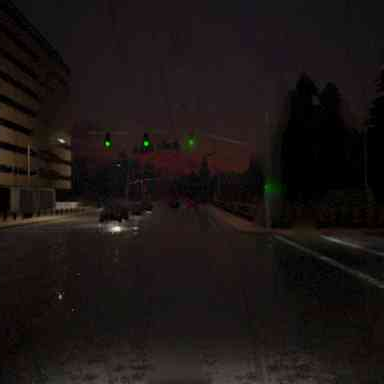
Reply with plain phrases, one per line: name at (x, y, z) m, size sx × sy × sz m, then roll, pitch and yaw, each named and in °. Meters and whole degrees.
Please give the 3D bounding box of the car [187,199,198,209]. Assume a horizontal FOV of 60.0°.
car at (0.086, 2.198, 60.605) m, size 2.097 × 1.767 × 4.553 m, roll 0°, pitch -1°, yaw 0°

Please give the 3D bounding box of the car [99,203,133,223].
car at (-7.096, 1.924, 30.773) m, size 1.882 × 1.535 × 5.008 m, roll 0°, pitch -1°, yaw 0°

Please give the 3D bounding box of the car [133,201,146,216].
car at (-7.096, 2.102, 40.156) m, size 1.812 × 1.442 × 4.674 m, roll 0°, pitch -1°, yaw 0°

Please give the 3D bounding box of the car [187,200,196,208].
car at (-0.016, 2.503, 70.248) m, size 1.812 × 1.442 × 4.674 m, roll 0°, pitch -1°, yaw 0°

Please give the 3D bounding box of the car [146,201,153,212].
car at (-7.087, 2.232, 51.063) m, size 1.837 × 1.490 × 4.892 m, roll 0°, pitch -1°, yaw 0°

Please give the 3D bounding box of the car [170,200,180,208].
car at (-3.515, 2.460, 70.006) m, size 1.882 × 1.535 × 5.008 m, roll 0°, pitch -1°, yaw 0°

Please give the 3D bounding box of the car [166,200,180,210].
car at (-3.413, 2.346, 56.709) m, size 2.033 × 1.411 × 5.357 m, roll 0°, pitch -1°, yaw 0°
